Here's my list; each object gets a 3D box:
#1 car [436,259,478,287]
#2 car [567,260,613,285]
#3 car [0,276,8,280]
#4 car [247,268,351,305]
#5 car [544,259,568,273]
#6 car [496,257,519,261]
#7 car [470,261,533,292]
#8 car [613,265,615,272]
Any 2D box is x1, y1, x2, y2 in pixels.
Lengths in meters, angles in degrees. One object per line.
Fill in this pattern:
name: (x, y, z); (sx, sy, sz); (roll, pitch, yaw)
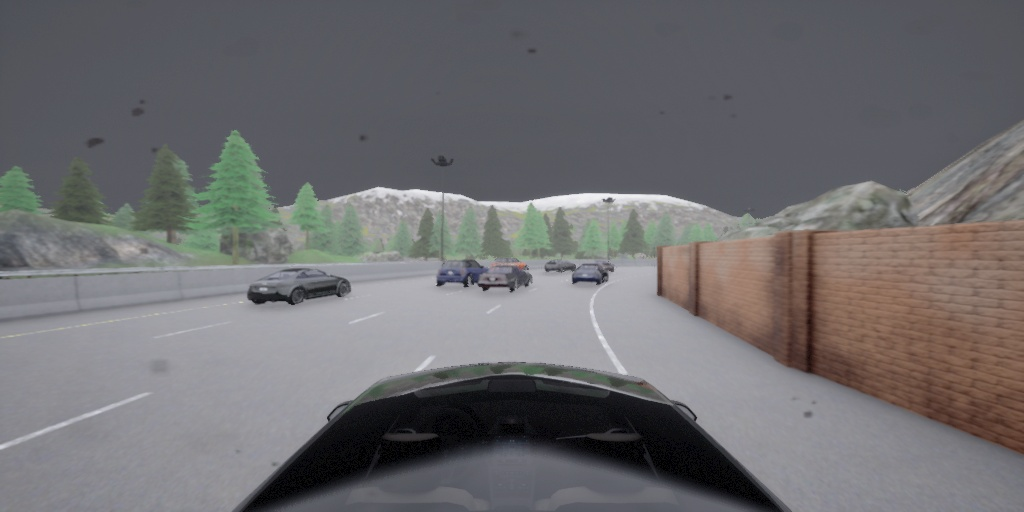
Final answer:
car: (-2.992, 0.986, 23.244); (2.097, 1.767, 4.553); (0, 0, 18)
car: (5.596, 1.224, 25.319); (1.994, 1.385, 4.181); (0, 0, 24)
car: (-20.272, 1.228, 12.601); (1.895, 1.301, 4.718); (0, 0, 8)
car: (-8.913, 1.211, 15.419); (1.994, 1.385, 4.181); (0, 0, 12)
car: (5.346, 1.084, 39.443); (2.128, 1.511, 4.902); (0, 0, 34)
car: (-0.148, 0.933, 36.886); (2.097, 1.767, 4.553); (1, 0, 31)
car: (-0.277, 1.206, 20.592); (2.033, 1.411, 5.357); (0, 0, 17)
car: (9.813, 1.173, 39.601); (1.994, 1.385, 4.181); (0, 0, 38)
